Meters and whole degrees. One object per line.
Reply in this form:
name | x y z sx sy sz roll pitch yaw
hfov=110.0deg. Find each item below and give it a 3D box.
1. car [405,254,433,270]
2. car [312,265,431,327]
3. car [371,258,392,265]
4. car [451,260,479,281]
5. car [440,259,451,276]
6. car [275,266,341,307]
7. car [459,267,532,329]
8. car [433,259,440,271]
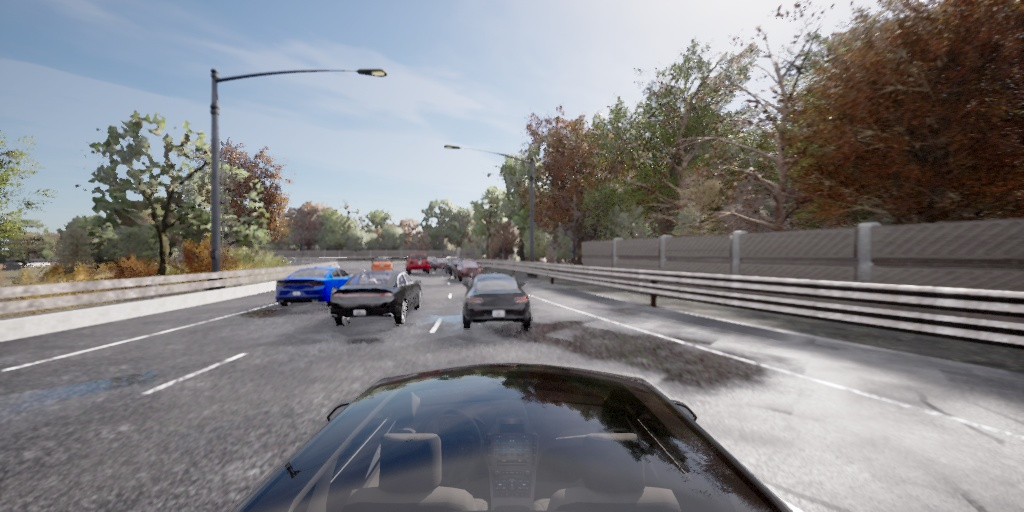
car | -10.135 0.816 38.341 2.150 2.045 5.566 0 0 -20
car | -4.085 1.204 11.471 2.128 1.511 4.902 0 0 -6
car | -13.891 0.958 38.297 2.097 1.767 4.553 0 0 -20
car | -3.477 1.152 28.318 1.812 1.442 4.674 0 0 -15
car | -5.538 1.088 35.575 2.128 1.511 4.902 0 0 -17
car | -8.026 1.182 15.294 1.882 1.535 5.008 0 0 -7
car | -0.527 1.231 10.992 1.812 1.442 4.674 0 0 -5
car | -9.039 1.085 44.817 1.812 1.442 4.674 0 0 -22
